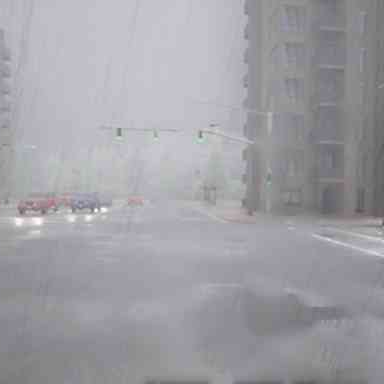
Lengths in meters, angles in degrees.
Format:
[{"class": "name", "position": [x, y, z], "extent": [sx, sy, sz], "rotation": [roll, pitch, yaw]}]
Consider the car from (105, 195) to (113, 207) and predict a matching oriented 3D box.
[{"class": "car", "position": [-11.642, 1.158, 43.921], "extent": [2.128, 1.511, 4.902], "rotation": [1, 0, -5]}]

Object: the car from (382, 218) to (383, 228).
[{"class": "car", "position": [13.551, 1.442, 19.256], "extent": [4.553, 1.767, 2.097], "rotation": [1, 0, -5]}]

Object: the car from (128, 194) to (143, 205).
[{"class": "car", "position": [-8.669, 1.025, 51.092], "extent": [2.097, 1.767, 4.553], "rotation": [1, 0, -6]}]

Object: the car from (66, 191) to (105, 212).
[{"class": "car", "position": [-10.686, 0.942, 33.942], "extent": [2.150, 2.045, 5.566], "rotation": [1, 0, -6]}]

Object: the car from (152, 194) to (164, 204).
[{"class": "car", "position": [-5.774, 1.039, 56.447], "extent": [2.097, 1.767, 4.553], "rotation": [1, 0, -6]}]

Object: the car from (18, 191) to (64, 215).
[{"class": "car", "position": [-13.863, 0.916, 30.489], "extent": [2.150, 2.045, 5.566], "rotation": [1, 0, -6]}]

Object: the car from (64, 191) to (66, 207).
[{"class": "car", "position": [-14.862, 0.860, 40.807], "extent": [2.150, 2.045, 5.566], "rotation": [1, 0, -5]}]
